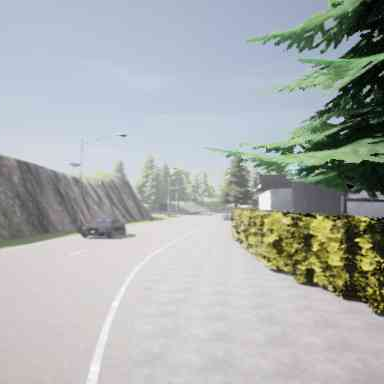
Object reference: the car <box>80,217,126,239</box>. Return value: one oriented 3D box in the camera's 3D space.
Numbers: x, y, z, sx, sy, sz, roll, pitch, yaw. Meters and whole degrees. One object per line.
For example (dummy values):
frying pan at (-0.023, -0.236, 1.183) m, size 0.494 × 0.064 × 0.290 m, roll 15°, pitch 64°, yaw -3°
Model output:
car at (-6.121, 2.464, 23.367) m, size 1.994 × 1.385 × 4.181 m, roll 1°, pitch -3°, yaw 8°
